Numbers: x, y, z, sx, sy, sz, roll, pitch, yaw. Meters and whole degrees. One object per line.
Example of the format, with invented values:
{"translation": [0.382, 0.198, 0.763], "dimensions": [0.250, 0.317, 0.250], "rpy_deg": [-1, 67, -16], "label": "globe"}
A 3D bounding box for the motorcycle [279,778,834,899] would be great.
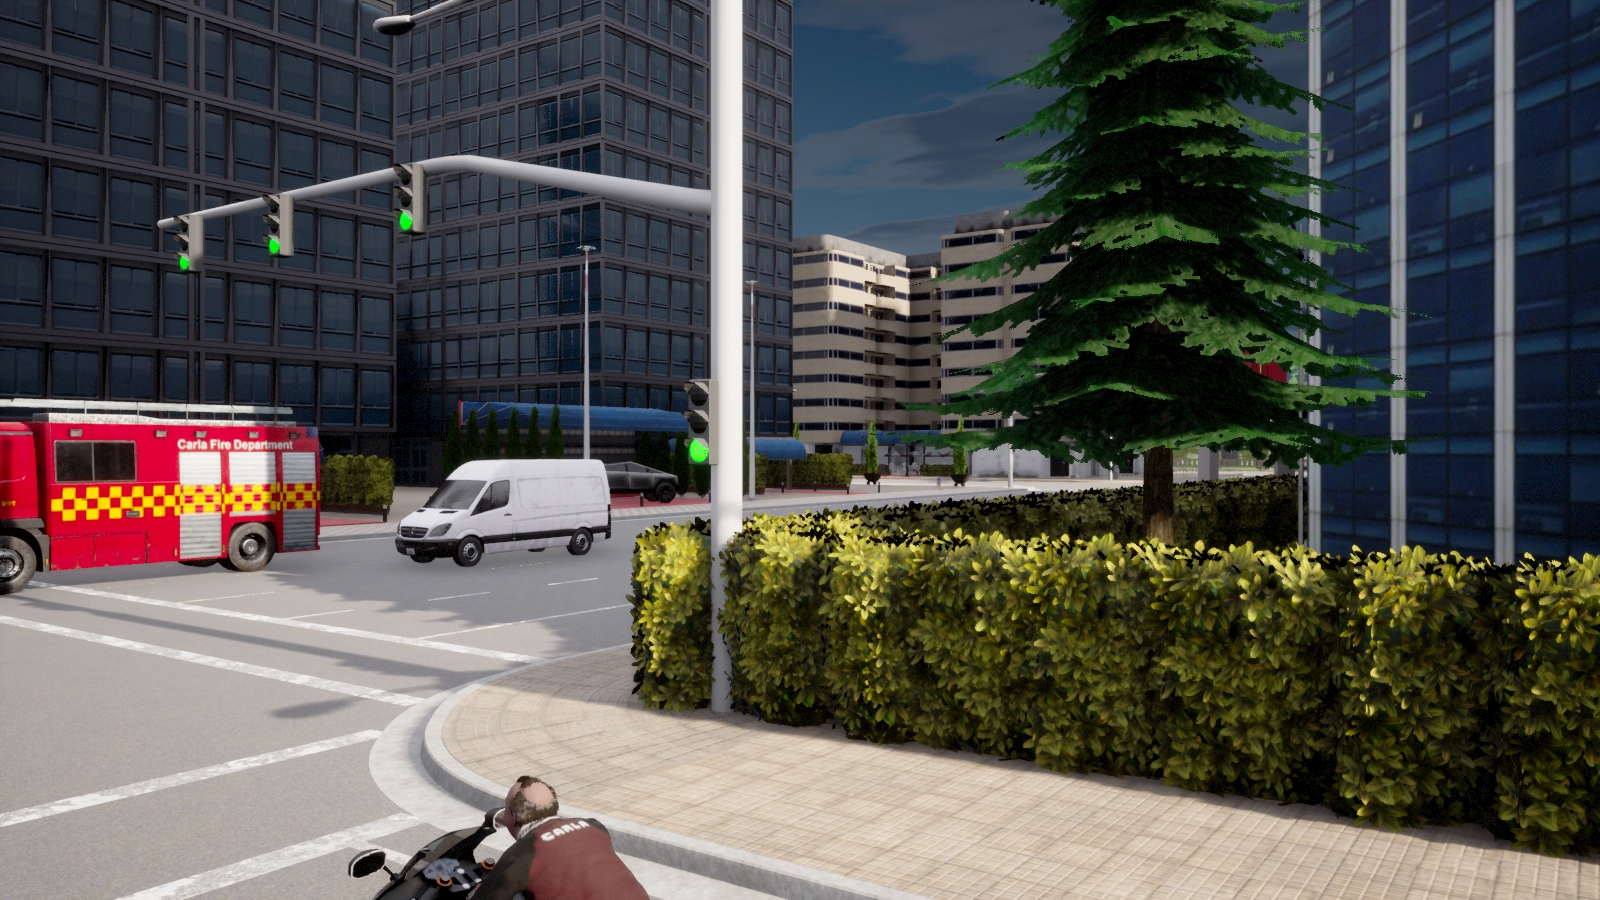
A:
{"translation": [-1.027, 2.205, 4.504], "dimensions": [2.209, 1.251, 0.867], "rpy_deg": [0, 0, 35], "label": "motorcycle"}

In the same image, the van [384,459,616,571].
{"translation": [-7.573, 1.533, 29.577], "dimensions": [1.988, 2.561, 5.915], "rpy_deg": [0, 0, 35], "label": "van"}

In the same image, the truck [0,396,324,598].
{"translation": [-14.959, 0.889, 24.598], "dimensions": [2.891, 3.827, 8.468], "rpy_deg": [0, 0, 34], "label": "truck"}

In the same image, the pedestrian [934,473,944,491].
{"translation": [9.020, 2.074, 74.042], "dimensions": [0.500, 1.100, 0.500], "rpy_deg": [0, 0, 33], "label": "pedestrian"}
